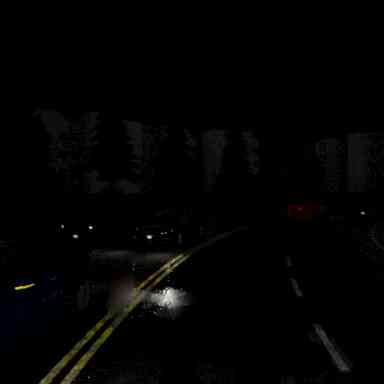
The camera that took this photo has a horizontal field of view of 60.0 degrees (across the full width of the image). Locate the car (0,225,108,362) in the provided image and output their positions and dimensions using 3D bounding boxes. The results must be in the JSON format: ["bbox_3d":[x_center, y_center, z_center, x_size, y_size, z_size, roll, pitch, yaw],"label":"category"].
[{"bbox_3d":[-3.035,1.519,5.000,1.812,1.442,4.674,0,0,6],"label":"car"}]

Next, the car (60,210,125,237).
[{"bbox_3d":[-4.286,1.587,16.322,1.895,1.301,4.718,0,0,19],"label":"car"}]

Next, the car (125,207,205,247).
[{"bbox_3d":[-0.842,1.495,15.110,1.837,1.490,4.892,0,0,19],"label":"car"}]

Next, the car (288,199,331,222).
[{"bbox_3d":[9.592,1.349,26.961,2.097,1.767,4.553,0,0,40],"label":"car"}]

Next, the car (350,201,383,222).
[{"bbox_3d":[14.272,1.568,26.715,1.994,1.385,4.181,0,0,41],"label":"car"}]
